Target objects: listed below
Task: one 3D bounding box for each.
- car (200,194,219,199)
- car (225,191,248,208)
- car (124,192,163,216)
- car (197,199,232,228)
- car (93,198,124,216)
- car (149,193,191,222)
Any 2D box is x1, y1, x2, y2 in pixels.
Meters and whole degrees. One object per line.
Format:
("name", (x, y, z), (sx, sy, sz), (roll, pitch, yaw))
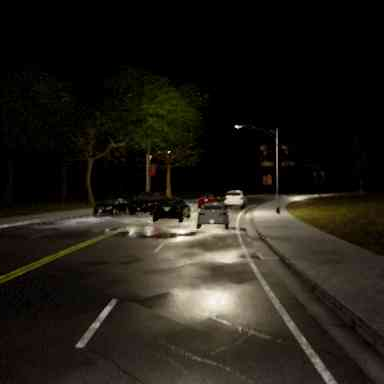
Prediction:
("car", (2.194, 1.026, 40.721), (2.097, 1.767, 4.553), (0, 0, 15))
("car", (5.397, 0.880, 40.232), (2.150, 2.045, 5.566), (0, 1, 15))
("car", (-3.871, 1.016, 30.245), (2.150, 2.045, 5.566), (0, 0, 12))
("car", (1.367, 1.374, 20.579), (1.812, 1.442, 4.674), (0, 0, 7))
("car", (-7.187, 1.302, 30.081), (2.128, 1.511, 4.902), (0, 0, 11))
("car", (-1.366, 1.181, 24.380), (2.097, 1.767, 4.553), (0, 1, 9))
